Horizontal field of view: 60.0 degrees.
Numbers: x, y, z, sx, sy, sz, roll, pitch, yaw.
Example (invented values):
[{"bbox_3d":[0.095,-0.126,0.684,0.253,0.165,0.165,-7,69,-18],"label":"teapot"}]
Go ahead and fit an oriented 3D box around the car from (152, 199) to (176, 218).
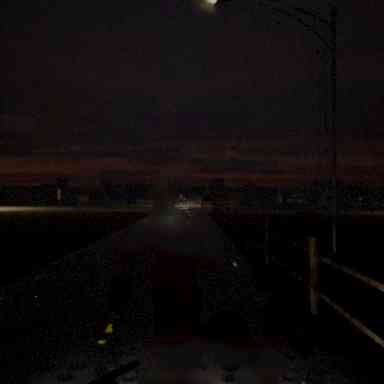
[{"bbox_3d":[-2.786,1.639,33.410,2.097,1.767,4.553,0,-1,1],"label":"car"}]
